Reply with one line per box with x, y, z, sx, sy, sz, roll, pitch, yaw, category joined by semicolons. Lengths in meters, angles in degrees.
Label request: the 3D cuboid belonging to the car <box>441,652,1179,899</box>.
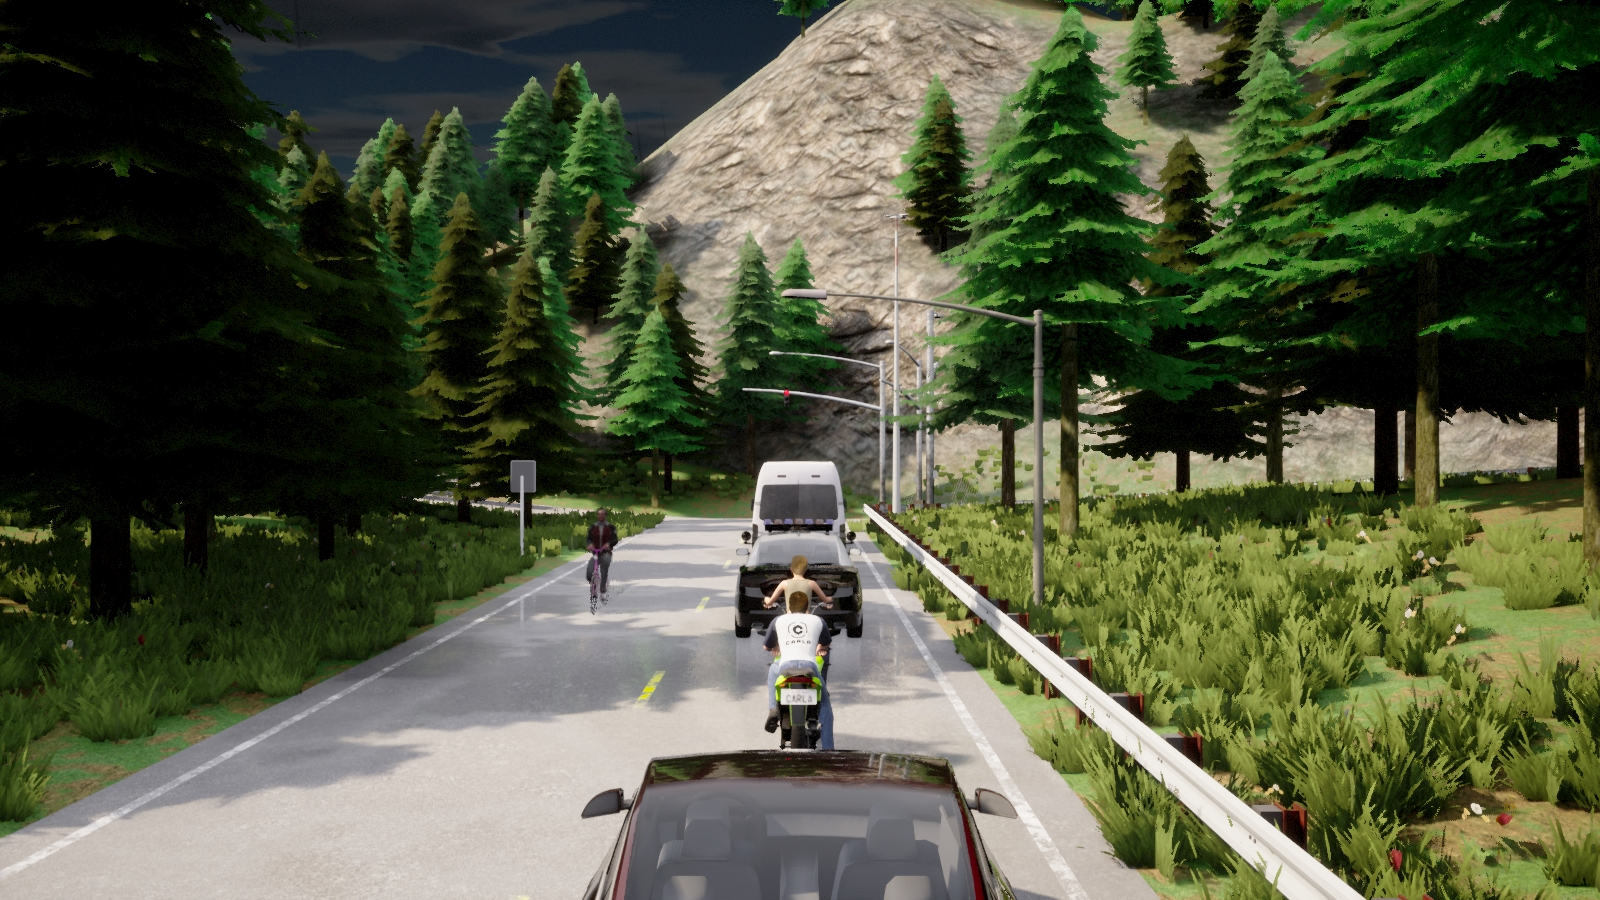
0.027;2.063;5.080;2.163;1.488;4.792;0;0;0;car

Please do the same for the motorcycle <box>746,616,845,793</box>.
-0.033;2.213;10.287;0.803;1.145;2.033;0;0;0;motorcycle

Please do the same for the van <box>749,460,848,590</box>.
-0.039;1.534;25.918;1.988;2.561;5.915;0;0;0;van

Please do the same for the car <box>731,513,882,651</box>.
0.090;1.982;18.501;2.097;1.638;5.238;0;0;0;car

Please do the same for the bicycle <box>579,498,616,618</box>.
-3.522;1.836;19.958;0.329;1.919;1.835;0;0;0;bicycle
